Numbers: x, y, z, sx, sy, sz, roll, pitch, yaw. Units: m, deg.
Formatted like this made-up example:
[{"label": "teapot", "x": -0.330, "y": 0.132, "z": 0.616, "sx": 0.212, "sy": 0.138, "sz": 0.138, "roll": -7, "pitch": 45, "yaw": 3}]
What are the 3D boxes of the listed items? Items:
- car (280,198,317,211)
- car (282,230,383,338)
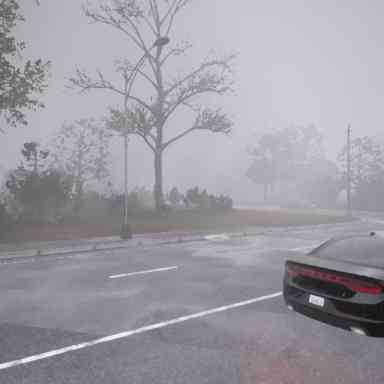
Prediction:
[{"label": "car", "x": 12.996, "y": 1.502, "z": 40.826, "sx": 2.128, "sy": 1.511, "sz": 4.902, "roll": 0, "pitch": 0, "yaw": -28}, {"label": "car", "x": 3.906, "y": 1.477, "z": 6.414, "sx": 5.008, "sy": 1.535, "sz": 1.882, "roll": 0, "pitch": 0, "yaw": -35}]
